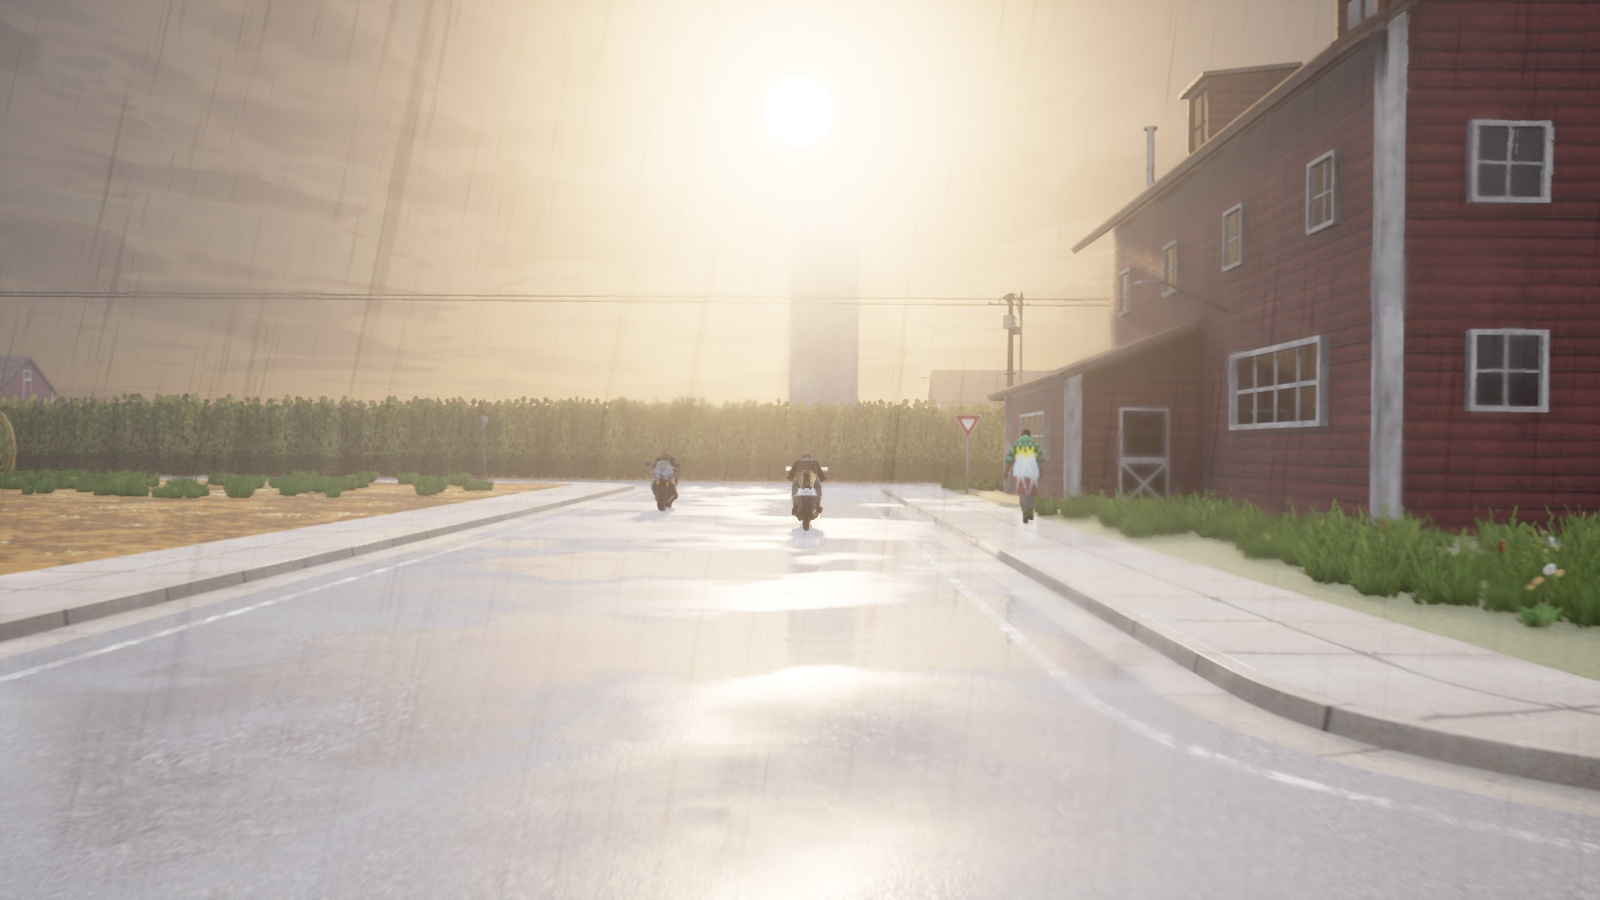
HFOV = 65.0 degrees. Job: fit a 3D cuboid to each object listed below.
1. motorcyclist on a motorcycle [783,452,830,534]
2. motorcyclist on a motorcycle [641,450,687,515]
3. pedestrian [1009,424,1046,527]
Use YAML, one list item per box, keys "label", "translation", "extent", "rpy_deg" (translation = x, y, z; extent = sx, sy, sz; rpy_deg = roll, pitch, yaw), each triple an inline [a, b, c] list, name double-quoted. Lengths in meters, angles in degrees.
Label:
- label: "motorcyclist on a motorcycle"
  translation: [0.126, 0.814, 24.726]
  extent: [0.866, 1.530, 2.191]
  rpy_deg: [1, 0, 0]
- label: "motorcyclist on a motorcycle"
  translation: [-3.347, 0.768, 31.034]
  extent: [0.866, 1.530, 2.191]
  rpy_deg: [1, 0, 0]
- label: "pedestrian"
  translation: [4.397, 0.485, 24.291]
  extent: [0.659, 1.952, 0.873]
  rpy_deg: [1, 0, 10]
